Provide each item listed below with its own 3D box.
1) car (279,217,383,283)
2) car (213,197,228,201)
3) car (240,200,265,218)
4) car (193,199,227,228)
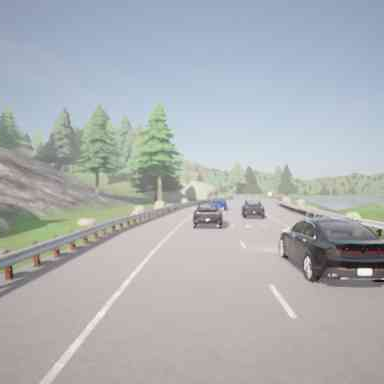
[{"bbox_3d":[3.858,1.495,9.673,1.837,1.490,4.892,0,0,2],"label":"car"},{"bbox_3d":[3.377,1.417,41.369,1.882,1.535,5.008,0,0,8],"label":"car"},{"bbox_3d":[5.358,1.452,29.628,2.128,1.511,4.902,0,0,6],"label":"car"},{"bbox_3d":[1.109,1.458,22.103,2.128,1.511,4.902,0,0,5],"label":"car"}]
